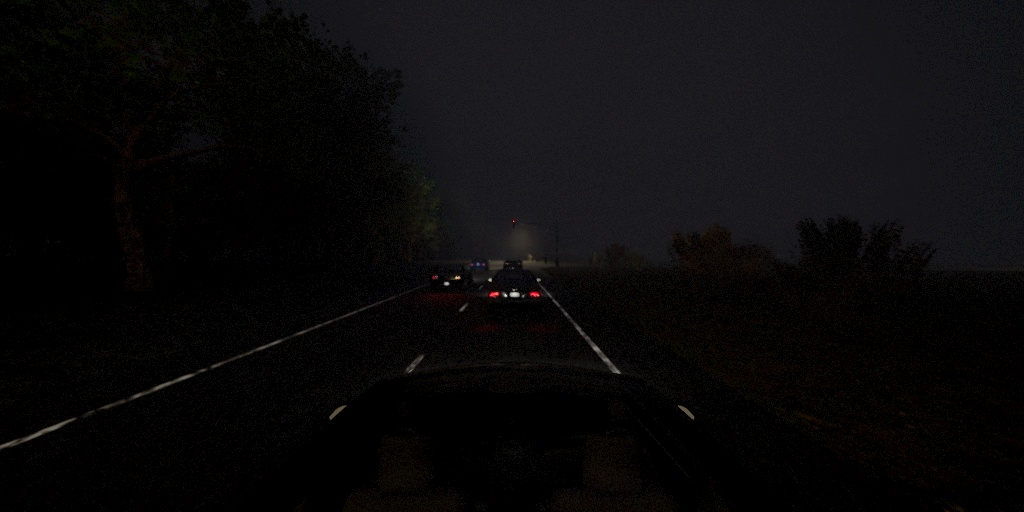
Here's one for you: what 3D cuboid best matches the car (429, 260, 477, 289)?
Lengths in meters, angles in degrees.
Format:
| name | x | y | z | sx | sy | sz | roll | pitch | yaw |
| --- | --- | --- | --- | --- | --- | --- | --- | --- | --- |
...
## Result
| name | x | y | z | sx | sy | sz | roll | pitch | yaw |
| --- | --- | --- | --- | --- | --- | --- | --- | --- | --- |
| car | -3.400 | 1.124 | 20.878 | 1.895 | 1.301 | 4.718 | 0 | 1 | 0 |

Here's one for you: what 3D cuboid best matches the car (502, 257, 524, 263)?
| name | x | y | z | sx | sy | sz | roll | pitch | yaw |
| --- | --- | --- | --- | --- | --- | --- | --- | --- | --- |
| car | 0.100 | 0.853 | 34.352 | 2.128 | 1.511 | 4.902 | 0 | 1 | 0 |

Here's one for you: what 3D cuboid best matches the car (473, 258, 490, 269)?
| name | x | y | z | sx | sy | sz | roll | pitch | yaw |
| --- | --- | --- | --- | --- | --- | --- | --- | --- | --- |
| car | -3.400 | 0.863 | 38.167 | 2.033 | 1.411 | 5.357 | 0 | 1 | 0 |

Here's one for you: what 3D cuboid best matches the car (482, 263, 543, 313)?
| name | x | y | z | sx | sy | sz | roll | pitch | yaw |
| --- | --- | --- | --- | --- | --- | --- | --- | --- | --- |
| car | 0.094 | 1.163 | 13.096 | 2.033 | 1.411 | 5.357 | 0 | 1 | 0 |
